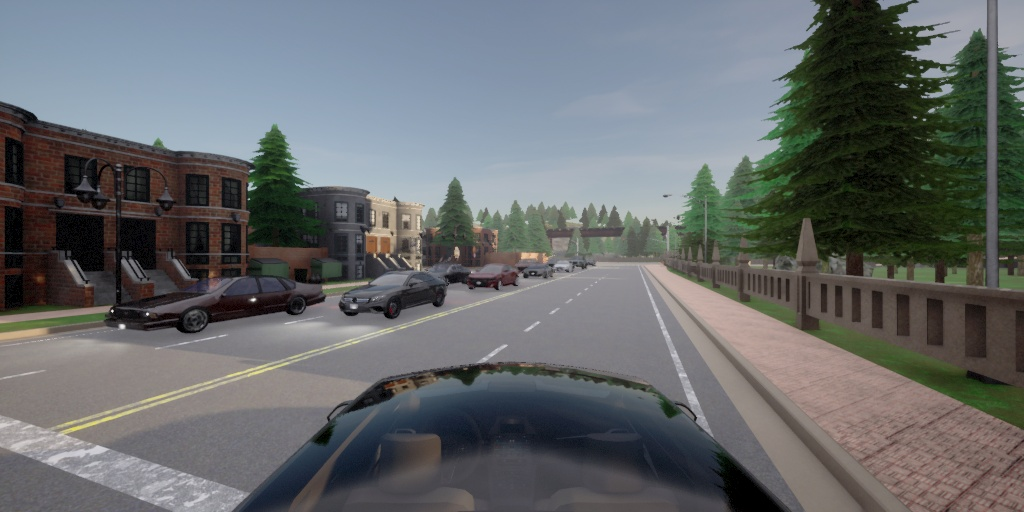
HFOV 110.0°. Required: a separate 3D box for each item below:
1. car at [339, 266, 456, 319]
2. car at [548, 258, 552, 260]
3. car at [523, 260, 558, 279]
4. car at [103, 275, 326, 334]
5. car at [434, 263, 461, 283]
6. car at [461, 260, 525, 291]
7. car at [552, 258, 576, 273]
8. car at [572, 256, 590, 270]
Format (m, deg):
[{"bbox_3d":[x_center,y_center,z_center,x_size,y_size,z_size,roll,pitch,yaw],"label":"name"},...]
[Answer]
[{"bbox_3d":[-4.063,1.276,13.123,1.812,1.442,4.674,0,0,19],"label":"car"},{"bbox_3d":[6.354,1.102,55.153,2.097,1.767,4.553,0,0,23],"label":"car"},{"bbox_3d":[2.419,1.314,32.110,1.994,1.385,4.181,0,0,20],"label":"car"},{"bbox_3d":[-8.459,1.297,11.082,2.033,1.411,5.357,0,0,19],"label":"car"},{"bbox_3d":[-4.347,1.241,23.139,2.128,1.511,4.902,0,0,19],"label":"car"},{"bbox_3d":[-1.012,1.228,22.069,1.882,1.535,5.008,0,0,19],"label":"car"},{"bbox_3d":[6.160,1.276,43.098,1.812,1.442,4.674,0,0,19],"label":"car"},{"bbox_3d":[9.981,0.969,54.278,2.150,2.045,5.566,0,0,19],"label":"car"}]
